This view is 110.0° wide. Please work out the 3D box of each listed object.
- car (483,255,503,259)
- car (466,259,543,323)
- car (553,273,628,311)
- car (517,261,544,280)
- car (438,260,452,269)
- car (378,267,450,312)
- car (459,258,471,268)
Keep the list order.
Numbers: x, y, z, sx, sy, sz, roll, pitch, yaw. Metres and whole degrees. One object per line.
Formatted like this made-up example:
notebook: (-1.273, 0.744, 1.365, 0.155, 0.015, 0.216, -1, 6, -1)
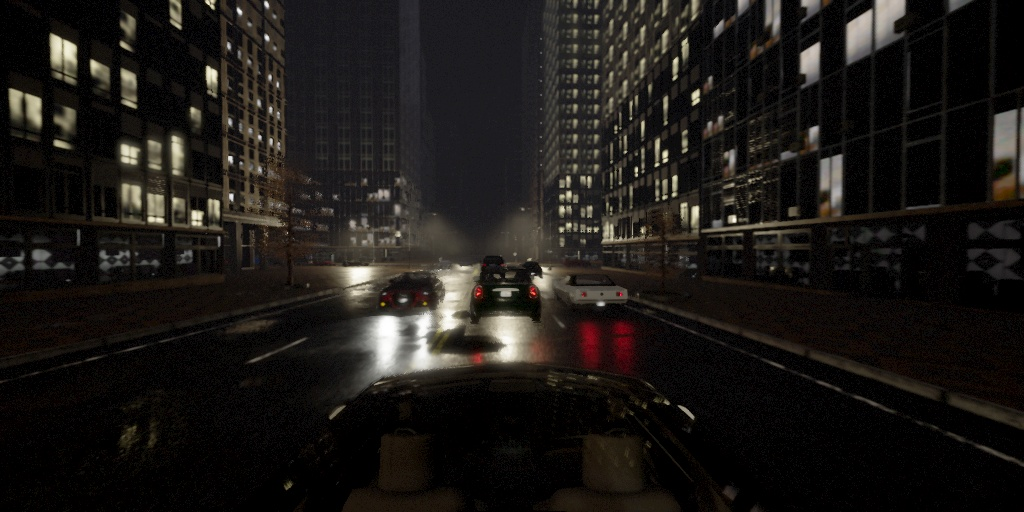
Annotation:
car: (-1.746, 0.960, 32.588, 2.150, 2.045, 5.566, 0, 0, -5)
car: (-0.268, 1.099, 12.309, 2.097, 1.767, 4.553, 0, 0, -3)
car: (2.899, 1.338, 14.367, 1.895, 1.301, 4.718, 0, 0, -3)
car: (1.554, 1.233, 32.059, 1.837, 1.490, 4.892, 0, 0, -5)
car: (-10.216, 1.285, 54.966, 2.033, 1.411, 5.357, 0, 0, -5)
car: (-3.804, 1.320, 14.220, 1.994, 1.385, 4.181, 0, 0, -3)
car: (-7.006, 0.998, 55.623, 1.994, 1.385, 4.181, 0, 0, -5)
